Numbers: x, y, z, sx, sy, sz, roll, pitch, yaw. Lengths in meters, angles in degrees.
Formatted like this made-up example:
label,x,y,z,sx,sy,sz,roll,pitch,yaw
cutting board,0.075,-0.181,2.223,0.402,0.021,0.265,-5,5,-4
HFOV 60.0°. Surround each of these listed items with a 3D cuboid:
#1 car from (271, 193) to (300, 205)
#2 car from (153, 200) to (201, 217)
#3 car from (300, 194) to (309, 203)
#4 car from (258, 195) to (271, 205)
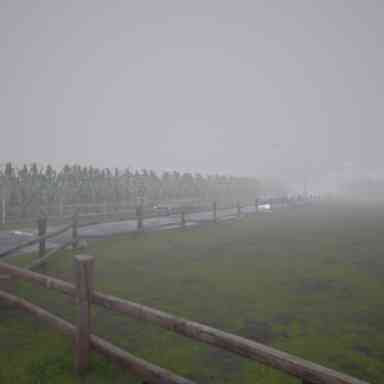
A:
label,x,y,z,sx,sy,sz,roll,pitch,yaw
car,12.797,0.871,45.278,2.097,1.767,4.553,1,1,30
car,-1.178,1.335,28.018,1.895,1.301,4.718,1,1,33
car,17.588,1.007,53.844,1.895,1.301,4.718,1,1,29
car,10.536,1.057,47.040,1.994,1.385,4.181,1,1,31
